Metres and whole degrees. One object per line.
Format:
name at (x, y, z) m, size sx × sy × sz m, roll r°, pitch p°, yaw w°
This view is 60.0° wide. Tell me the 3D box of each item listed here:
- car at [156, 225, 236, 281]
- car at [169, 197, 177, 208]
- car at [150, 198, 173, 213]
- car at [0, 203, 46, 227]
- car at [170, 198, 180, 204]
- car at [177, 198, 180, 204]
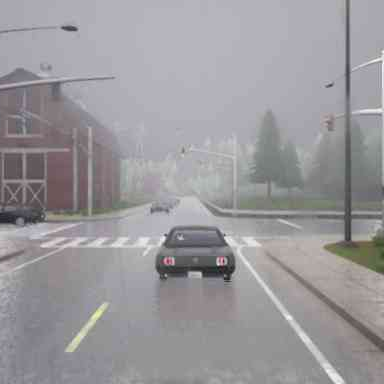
car at (0.090, 1.634, 9.915) m, size 1.895 × 1.301 × 4.718 m, roll 0°, pitch 0°, yaw 0°
car at (-3.588, 1.666, 48.083) m, size 1.837 × 1.490 × 4.892 m, roll 0°, pitch 0°, yaw 0°
car at (-3.595, 1.691, 38.061) m, size 1.994 × 1.385 × 4.181 m, roll 0°, pitch 0°, yaw 0°
car at (-12.626, 1.527, 22.539) m, size 5.008 × 1.535 × 1.882 m, roll -1°, pitch 0°, yaw -1°
car at (-3.494, 1.826, 68.463) m, size 1.895 × 1.301 × 4.718 m, roll 0°, pitch 0°, yaw 0°
car at (-3.557, 1.699, 58.155) m, size 1.837 × 1.490 × 4.892 m, roll 0°, pitch 0°, yaw 1°
